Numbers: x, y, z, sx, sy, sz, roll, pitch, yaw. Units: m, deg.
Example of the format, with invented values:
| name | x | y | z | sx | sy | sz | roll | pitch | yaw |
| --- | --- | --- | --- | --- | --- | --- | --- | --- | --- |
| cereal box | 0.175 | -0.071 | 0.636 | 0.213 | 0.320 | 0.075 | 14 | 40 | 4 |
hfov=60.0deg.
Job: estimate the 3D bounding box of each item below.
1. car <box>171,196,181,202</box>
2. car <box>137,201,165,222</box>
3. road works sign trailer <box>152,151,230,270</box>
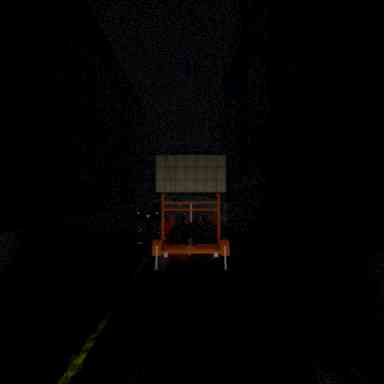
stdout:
| name | x | y | z | sx | sy | sz | roll | pitch | yaw |
| --- | --- | --- | --- | --- | --- | --- | --- | --- | --- |
| car | -3.234 | 1.557 | 67.749 | 1.895 | 1.301 | 4.718 | 0 | 0 | 0 |
| car | -3.189 | 1.494 | 26.570 | 1.837 | 1.490 | 4.892 | 0 | 0 | 0 |
| road works sign trailer | -0.034 | 0.460 | 10.987 | 2.380 | 3.560 | 2.880 | 0 | 0 | 0 |
